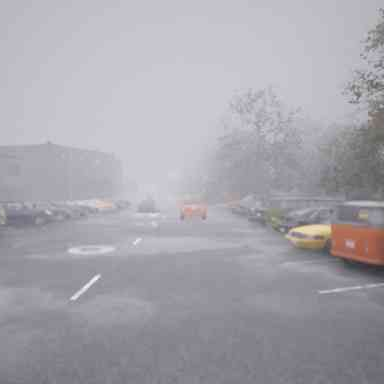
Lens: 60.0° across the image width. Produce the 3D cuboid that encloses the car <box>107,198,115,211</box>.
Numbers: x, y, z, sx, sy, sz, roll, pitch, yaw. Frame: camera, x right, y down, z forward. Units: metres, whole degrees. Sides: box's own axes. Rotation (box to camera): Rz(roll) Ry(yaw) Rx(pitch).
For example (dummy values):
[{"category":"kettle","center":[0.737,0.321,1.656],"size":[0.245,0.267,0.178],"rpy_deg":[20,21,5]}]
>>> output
[{"category":"car","center":[-11.577,1.540,36.512],"size":[5.366,1.575,1.946],"rpy_deg":[-1,0,-20]}]

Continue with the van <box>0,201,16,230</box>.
[{"category":"van","center":[-11.307,1.263,16.088],"size":[4.442,1.987,1.878],"rpy_deg":[-1,0,-20]}]

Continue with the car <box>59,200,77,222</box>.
[{"category":"car","center":[-11.415,1.511,24.844],"size":[4.892,1.521,2.231],"rpy_deg":[-1,0,-20]}]

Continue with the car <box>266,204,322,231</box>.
[{"category":"car","center":[6.395,1.491,16.005],"size":[4.892,1.521,2.231],"rpy_deg":[1,0,-20]}]

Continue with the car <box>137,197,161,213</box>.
[{"category":"car","center":[-5.045,1.566,37.988],"size":[1.837,1.490,4.892],"rpy_deg":[0,-1,0]}]

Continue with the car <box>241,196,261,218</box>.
[{"category":"car","center":[6.379,1.383,24.828],"size":[4.553,1.767,2.185],"rpy_deg":[1,0,-20]}]

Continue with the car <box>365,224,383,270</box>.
[{"category":"car","center":[6.396,1.522,7.175],"size":[4.674,1.452,2.002],"rpy_deg":[1,0,-20]}]

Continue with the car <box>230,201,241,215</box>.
[{"category":"car","center":[6.433,1.555,30.739],"size":[4.792,1.488,2.163],"rpy_deg":[1,0,-20]}]

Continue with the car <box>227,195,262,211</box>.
[{"category":"car","center":[6.386,1.281,33.658],"size":[5.566,2.045,2.435],"rpy_deg":[1,0,-20]}]

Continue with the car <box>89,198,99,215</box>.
[{"category":"car","center":[-11.417,1.526,30.717],"size":[4.892,1.521,2.231],"rpy_deg":[-1,0,-20]}]

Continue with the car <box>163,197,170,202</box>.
[{"category":"car","center":[-5.650,2.110,94.494],"size":[2.097,1.535,5.008],"rpy_deg":[-1,-1,-27]}]

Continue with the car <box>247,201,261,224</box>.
[{"category":"car","center":[6.432,1.532,21.904],"size":[4.792,1.488,2.163],"rpy_deg":[1,0,-20]}]

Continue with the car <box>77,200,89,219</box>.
[{"category":"car","center":[-11.380,1.547,27.791],"size":[4.792,1.488,2.163],"rpy_deg":[-1,0,-20]}]

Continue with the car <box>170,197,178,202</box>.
[{"category":"car","center":[-3.445,2.017,89.195],"size":[2.231,1.521,4.892],"rpy_deg":[0,-1,-18]}]

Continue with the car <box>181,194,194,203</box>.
[{"category":"car","center":[-0.994,1.568,78.035],"size":[2.435,2.045,5.566],"rpy_deg":[0,-1,-7]}]

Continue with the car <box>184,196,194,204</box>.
[{"category":"car","center":[-0.634,1.733,72.048],"size":[2.097,1.535,5.008],"rpy_deg":[0,-1,-1]}]

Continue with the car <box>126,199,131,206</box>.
[{"category":"car","center":[-11.400,1.574,48.312],"size":[4.892,1.521,2.231],"rpy_deg":[-1,0,-20]}]

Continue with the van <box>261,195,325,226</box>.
[{"category":"van","center":[6.512,1.272,18.995],"size":[4.442,1.987,1.878],"rpy_deg":[1,0,-20]}]

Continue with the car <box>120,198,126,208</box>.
[{"category":"car","center":[-11.411,1.558,42.449],"size":[4.892,1.521,2.231],"rpy_deg":[-1,0,-20]}]

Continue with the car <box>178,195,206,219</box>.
[{"category":"car","center":[0.106,1.388,29.488],"size":[2.097,1.767,4.553],"rpy_deg":[0,0,0]}]

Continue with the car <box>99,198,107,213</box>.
[{"category":"car","center":[-11.408,1.573,33.647],"size":[4.674,1.452,2.002],"rpy_deg":[-1,0,-20]}]

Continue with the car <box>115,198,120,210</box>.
[{"category":"car","center":[-11.407,1.589,39.515],"size":[4.674,1.452,2.002],"rpy_deg":[-1,0,-20]}]

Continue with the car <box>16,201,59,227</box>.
[{"category":"car","center":[-11.442,1.377,21.904],"size":[4.553,1.767,2.185],"rpy_deg":[-1,0,-20]}]

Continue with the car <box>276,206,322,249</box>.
[{"category":"car","center":[6.228,1.481,12.995],"size":[5.366,1.575,1.946],"rpy_deg":[1,0,-20]}]

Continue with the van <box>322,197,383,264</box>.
[{"category":"van","center":[6.513,1.260,10.159],"size":[4.442,1.987,1.878],"rpy_deg":[1,0,-20]}]
